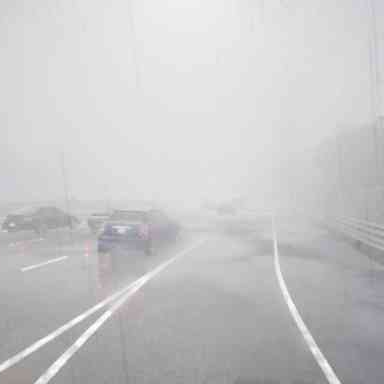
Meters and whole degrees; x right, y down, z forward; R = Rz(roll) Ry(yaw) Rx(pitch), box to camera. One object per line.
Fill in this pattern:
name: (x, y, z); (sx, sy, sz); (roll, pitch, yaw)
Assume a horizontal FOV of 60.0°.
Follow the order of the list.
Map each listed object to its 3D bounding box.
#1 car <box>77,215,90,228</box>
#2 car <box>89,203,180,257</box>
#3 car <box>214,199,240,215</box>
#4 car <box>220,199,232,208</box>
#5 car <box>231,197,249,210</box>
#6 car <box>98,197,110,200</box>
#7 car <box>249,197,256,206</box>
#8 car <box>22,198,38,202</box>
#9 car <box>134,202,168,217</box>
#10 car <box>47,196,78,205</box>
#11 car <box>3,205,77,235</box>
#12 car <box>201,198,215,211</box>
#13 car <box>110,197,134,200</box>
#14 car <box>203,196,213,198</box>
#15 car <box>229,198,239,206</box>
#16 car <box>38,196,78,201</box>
car: (-4.199, 1.534, 19.323); (2.128, 1.511, 4.902); (2, 0, 13)
car: (-1.953, 1.412, 13.604); (2.097, 1.767, 4.553); (2, 0, 13)
car: (4.231, 1.942, 39.917); (1.882, 1.535, 5.008); (2, 0, 13)
car: (6.911, 2.261, 67.012); (1.882, 1.535, 5.008); (2, -1, 13)
car: (7.866, 1.928, 55.547); (2.150, 2.045, 5.566); (2, -1, 13)
car: (-14.028, 1.548, 54.201); (1.837, 1.490, 4.892); (2, 0, 14)
car: (14.110, 2.706, 82.780); (1.994, 1.385, 4.181); (2, -1, 13)
car: (-17.897, 1.356, 37.794); (1.994, 1.385, 4.181); (2, -1, 14)
car: (-4.167, 1.773, 34.723); (1.895, 1.301, 4.718); (2, 0, 13)
car: (-21.119, 1.384, 54.584); (2.033, 1.411, 5.357); (2, -1, 14)
car: (-8.069, 1.445, 18.169); (1.812, 1.442, 4.674); (2, 0, 13)
car: (2.858, 2.051, 49.473); (2.033, 1.411, 5.357); (2, -1, 13)
car: (-10.638, 1.615, 53.356); (1.882, 1.535, 5.008); (2, 0, 14)
car: (3.303, 1.896, 66.898); (2.150, 2.045, 5.566); (2, -1, 13)
car: (10.478, 2.397, 82.573); (2.097, 1.767, 4.553); (2, -1, 13)
car: (-14.449, 1.239, 37.157); (2.097, 1.767, 4.553); (2, 0, 14)
